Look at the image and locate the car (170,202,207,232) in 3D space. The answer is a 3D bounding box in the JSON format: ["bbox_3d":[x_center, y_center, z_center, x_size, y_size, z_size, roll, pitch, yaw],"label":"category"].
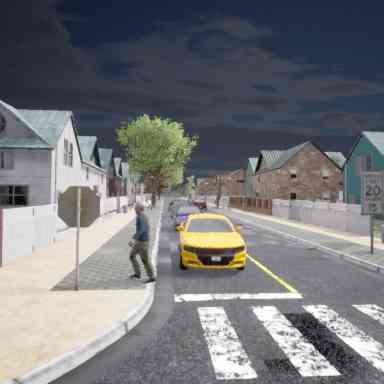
[{"bbox_3d":[-0.213,1.574,20.594,1.812,1.442,4.674,1,0,-5],"label":"car"}]

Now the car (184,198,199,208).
[{"bbox_3d":[-0.121,1.722,53.373,2.033,1.411,5.357,1,0,-5],"label":"car"}]

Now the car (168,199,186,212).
[{"bbox_3d":[-1.915,1.667,41.304,1.994,1.385,4.181,1,0,-4],"label":"car"}]

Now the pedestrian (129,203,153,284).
[{"bbox_3d":[-1.155,1.133,7.602,0.375,1.860,0.375,2,-2,-5],"label":"pedestrian"}]

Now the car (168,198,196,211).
[{"bbox_3d":[-1.016,1.577,30.241,1.837,1.490,4.892,1,0,-5],"label":"car"}]

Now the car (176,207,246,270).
[{"bbox_3d":[0.521,1.503,11.298,1.882,1.535,5.008,1,0,-3],"label":"car"}]

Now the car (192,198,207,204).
[{"bbox_3d":[0.801,1.623,43.054,1.882,1.535,5.008,1,0,-4],"label":"car"}]
